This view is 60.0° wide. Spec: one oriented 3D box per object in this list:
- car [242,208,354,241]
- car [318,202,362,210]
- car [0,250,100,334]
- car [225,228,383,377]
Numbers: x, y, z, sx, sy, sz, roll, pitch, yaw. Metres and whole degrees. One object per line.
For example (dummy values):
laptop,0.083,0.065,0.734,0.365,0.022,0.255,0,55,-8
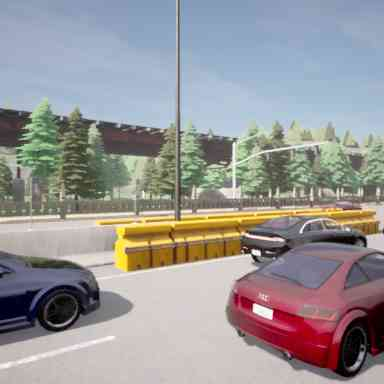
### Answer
car,3.773,1.491,10.750,4.902,1.511,2.128,0,0,-36
car,13.735,1.599,31.033,4.718,1.301,1.895,0,0,-36
car,-3.684,1.564,5.415,4.181,1.385,1.994,0,0,-36
car,2.583,1.564,5.603,4.181,1.385,1.994,0,0,-35
